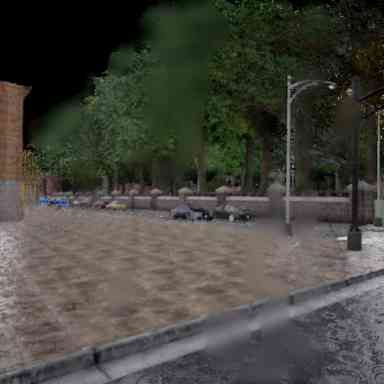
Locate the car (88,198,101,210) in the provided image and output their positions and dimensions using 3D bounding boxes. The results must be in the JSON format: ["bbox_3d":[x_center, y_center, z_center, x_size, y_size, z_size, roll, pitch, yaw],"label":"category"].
[{"bbox_3d":[-13.596,1.957,50.178,1.887,1.381,4.507,0,-1,-36],"label":"car"}]

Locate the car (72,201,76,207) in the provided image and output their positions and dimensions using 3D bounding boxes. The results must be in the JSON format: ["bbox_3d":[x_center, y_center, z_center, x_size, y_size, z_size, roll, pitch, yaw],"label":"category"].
[{"bbox_3d":[-20.217,2.121,59.453,1.802,1.307,4.206,0,-1,-36],"label":"car"}]

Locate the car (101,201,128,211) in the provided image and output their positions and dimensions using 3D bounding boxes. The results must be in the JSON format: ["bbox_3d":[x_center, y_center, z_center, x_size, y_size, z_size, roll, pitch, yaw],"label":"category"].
[{"bbox_3d":[-10.384,1.877,45.679,1.752,1.417,4.829,0,-1,-36],"label":"car"}]

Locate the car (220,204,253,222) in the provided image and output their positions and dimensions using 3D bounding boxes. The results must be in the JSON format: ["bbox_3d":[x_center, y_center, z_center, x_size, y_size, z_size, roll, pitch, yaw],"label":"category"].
[{"bbox_3d":[2.958,1.672,26.992,2.008,1.369,4.403,0,-1,-36],"label":"car"}]

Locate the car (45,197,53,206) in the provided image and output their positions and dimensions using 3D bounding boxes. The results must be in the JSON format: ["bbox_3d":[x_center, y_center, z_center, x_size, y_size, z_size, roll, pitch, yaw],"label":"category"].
[{"bbox_3d":[-30.149,2.056,73.368,2.192,1.841,5.009,0,-1,-36],"label":"car"}]

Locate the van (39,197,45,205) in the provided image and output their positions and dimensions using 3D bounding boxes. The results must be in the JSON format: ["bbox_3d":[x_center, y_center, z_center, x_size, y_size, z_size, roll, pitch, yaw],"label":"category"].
[{"bbox_3d":[-36.769,2.224,82.642,1.690,1.788,3.998,0,-1,-36],"label":"van"}]

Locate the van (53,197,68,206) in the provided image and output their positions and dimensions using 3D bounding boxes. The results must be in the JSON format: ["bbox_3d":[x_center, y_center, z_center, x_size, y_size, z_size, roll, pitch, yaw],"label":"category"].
[{"bbox_3d":[-26.838,2.013,68.730,1.690,1.788,3.998,0,-1,-36],"label":"van"}]

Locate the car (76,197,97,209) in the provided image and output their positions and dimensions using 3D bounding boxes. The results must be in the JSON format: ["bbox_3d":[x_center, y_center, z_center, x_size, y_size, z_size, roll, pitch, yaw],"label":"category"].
[{"bbox_3d":[-16.907,1.790,54.818,2.192,1.841,5.009,0,-1,-36],"label":"car"}]

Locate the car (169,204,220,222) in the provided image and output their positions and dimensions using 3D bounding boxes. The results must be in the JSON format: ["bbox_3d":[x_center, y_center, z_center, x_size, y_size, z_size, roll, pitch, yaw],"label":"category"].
[{"bbox_3d":[-0.098,1.666,26.741,1.994,1.385,4.181,1,-1,-36],"label":"car"}]
